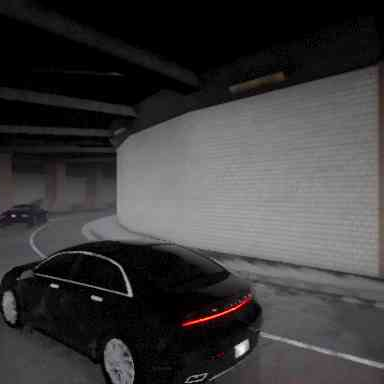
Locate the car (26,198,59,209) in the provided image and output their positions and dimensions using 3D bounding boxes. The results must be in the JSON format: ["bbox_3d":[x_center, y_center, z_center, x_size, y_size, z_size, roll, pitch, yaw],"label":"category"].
[{"bbox_3d":[-22.280,1.645,49.676,1.812,1.442,4.674,0,0,18],"label":"car"}]

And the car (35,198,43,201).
[{"bbox_3d":[-19.526,1.462,46.637,2.097,1.767,4.553,0,0,17],"label":"car"}]

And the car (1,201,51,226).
[{"bbox_3d":[-11.828,1.607,23.967,2.033,1.411,5.357,0,0,-8],"label":"car"}]

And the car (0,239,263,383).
[{"bbox_3d":[-1.303,1.513,5.248,4.892,1.490,1.837,-1,0,40],"label":"car"}]
